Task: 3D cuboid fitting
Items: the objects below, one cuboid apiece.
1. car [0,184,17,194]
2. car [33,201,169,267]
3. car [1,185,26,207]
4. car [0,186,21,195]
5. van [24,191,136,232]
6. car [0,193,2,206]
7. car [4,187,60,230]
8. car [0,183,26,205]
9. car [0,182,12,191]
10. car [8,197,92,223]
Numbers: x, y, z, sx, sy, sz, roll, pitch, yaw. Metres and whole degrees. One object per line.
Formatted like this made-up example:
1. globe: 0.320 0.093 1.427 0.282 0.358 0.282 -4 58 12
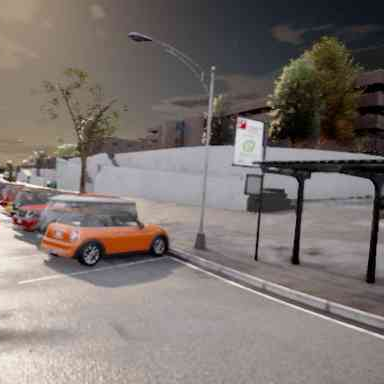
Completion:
1. car: -37.087 -0.598 64.981 2.185 1.767 4.553 4 0 37
2. car: -2.856 1.424 12.041 2.185 1.767 4.553 4 0 38
3. car: -7.650 0.984 19.708 2.435 2.045 5.566 4 0 37
4. car: -33.849 -0.302 59.924 2.097 1.535 5.008 3 -1 37
5. van: -4.496 1.216 14.520 1.878 1.987 4.442 4 0 37
6. car: -10.831 1.026 24.878 1.946 1.575 5.366 4 0 37
7. car: -6.054 1.088 17.126 2.435 2.045 5.566 4 0 37
8. car: -12.543 0.665 27.271 2.435 2.045 5.566 4 0 37
9. car: -46.931 -1.346 80.024 2.435 2.045 5.566 5 0 37
10. car: -9.319 1.167 22.207 2.002 1.452 4.674 4 0 37
